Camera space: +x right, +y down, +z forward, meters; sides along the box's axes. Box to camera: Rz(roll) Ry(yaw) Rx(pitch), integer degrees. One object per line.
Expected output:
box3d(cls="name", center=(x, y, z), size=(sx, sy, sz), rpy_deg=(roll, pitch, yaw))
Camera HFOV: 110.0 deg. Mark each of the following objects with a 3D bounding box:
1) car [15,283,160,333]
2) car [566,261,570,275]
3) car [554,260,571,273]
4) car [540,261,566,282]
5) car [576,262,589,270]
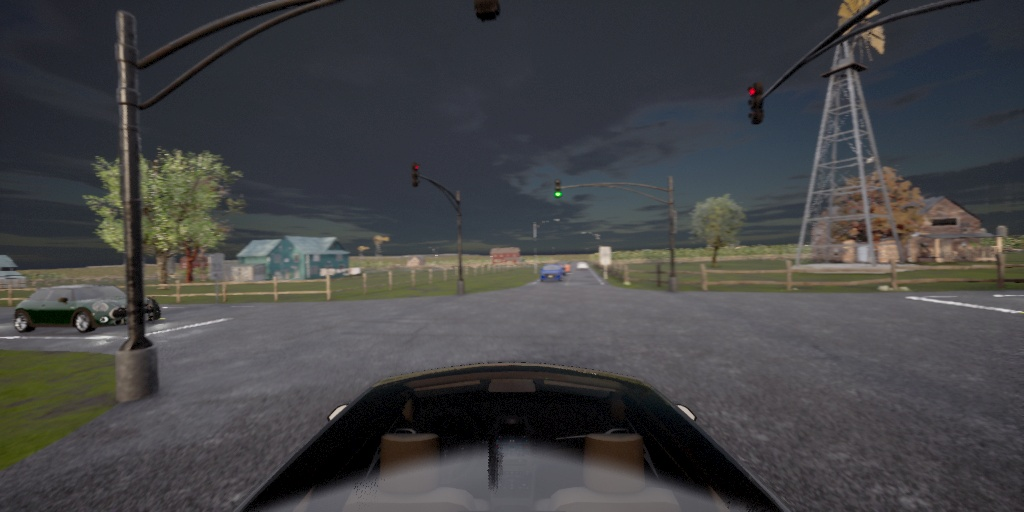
box3d(cls="car", center=(-16.501, 1.904, 14.038), size=(4.553, 1.767, 2.097), rpy_deg=(-2, 0, 11))
box3d(cls="car", center=(5.601, 1.650, 43.084), size=(2.033, 1.411, 5.357), rpy_deg=(-1, -1, 11))
box3d(cls="car", center=(7.496, 1.528, 52.937), size=(2.097, 1.767, 4.553), rpy_deg=(-1, -1, 11))
box3d(cls="car", center=(3.748, 1.509, 33.355), size=(1.882, 1.535, 5.008), rpy_deg=(-1, -1, 10))
box3d(cls="car", center=(12.004, 1.693, 61.007), size=(1.812, 1.442, 4.674), rpy_deg=(-1, -1, 11))
